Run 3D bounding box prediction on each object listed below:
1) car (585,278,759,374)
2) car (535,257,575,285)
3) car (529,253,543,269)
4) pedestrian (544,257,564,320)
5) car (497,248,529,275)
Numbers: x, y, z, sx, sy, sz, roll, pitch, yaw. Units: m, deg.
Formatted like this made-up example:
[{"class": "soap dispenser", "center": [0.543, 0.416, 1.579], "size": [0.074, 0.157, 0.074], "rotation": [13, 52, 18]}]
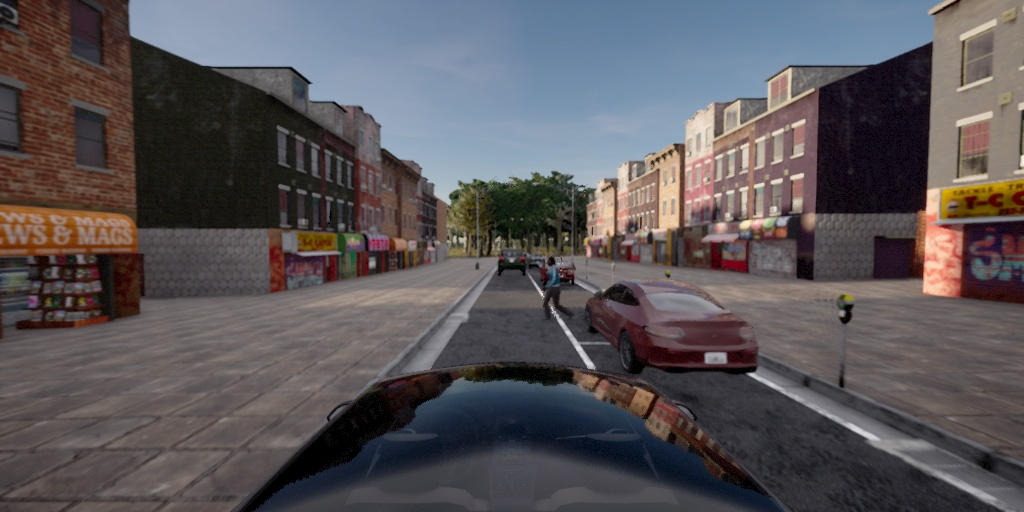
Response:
[{"class": "car", "center": [2.736, 1.161, 7.123], "size": [1.812, 1.442, 4.674], "rotation": [0, 1, 0]}, {"class": "car", "center": [2.588, 0.891, 21.059], "size": [1.888, 1.381, 4.507], "rotation": [0, 0, 0]}, {"class": "car", "center": [2.547, 0.586, 37.275], "size": [1.948, 1.339, 4.313], "rotation": [0, 0, 0]}, {"class": "pedestrian", "center": [1.157, 0.870, 9.939], "size": [0.375, 1.860, 0.375], "rotation": [-1, 2, 0]}, {"class": "car", "center": [-0.001, 0.399, 29.136], "size": [2.150, 2.045, 5.566], "rotation": [0, 1, 0]}]
